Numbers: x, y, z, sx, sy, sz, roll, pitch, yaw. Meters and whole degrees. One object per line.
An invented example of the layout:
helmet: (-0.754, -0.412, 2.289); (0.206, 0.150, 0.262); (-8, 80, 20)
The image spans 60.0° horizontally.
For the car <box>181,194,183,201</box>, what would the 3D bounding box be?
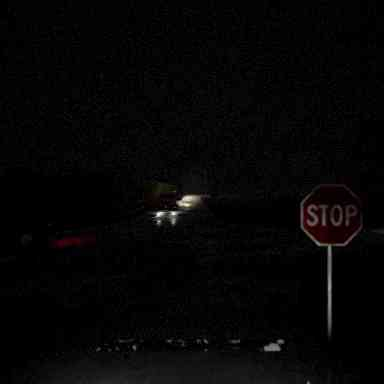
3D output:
car: (-2.736, 0.940, 61.906); (1.837, 1.490, 4.892); (0, 3, 0)

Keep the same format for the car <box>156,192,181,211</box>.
car: (-2.741, 1.075, 37.462); (2.150, 2.045, 5.566); (0, 2, 0)

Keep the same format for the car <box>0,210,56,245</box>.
car: (-8.699, 1.570, 14.604); (5.008, 1.535, 1.882); (-1, 2, -19)
